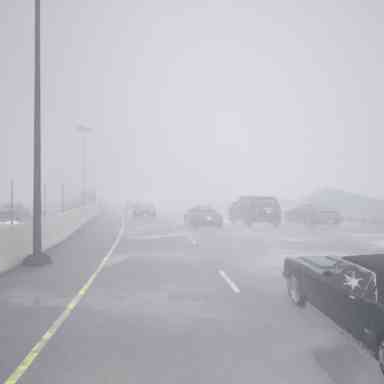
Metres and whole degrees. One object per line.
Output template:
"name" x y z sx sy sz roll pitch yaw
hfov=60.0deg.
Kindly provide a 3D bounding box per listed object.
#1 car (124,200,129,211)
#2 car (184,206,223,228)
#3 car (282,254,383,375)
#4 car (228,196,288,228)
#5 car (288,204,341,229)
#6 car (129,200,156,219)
"car" -7.452 1.665 41.482 1.895 1.301 4.718 0 0 -16
"car" 0.687 1.604 22.441 1.994 1.385 4.181 0 0 -10
"car" 3.037 1.613 5.121 1.895 1.301 4.718 0 0 -5
"car" 4.191 1.268 22.867 2.150 2.045 5.566 0 0 -10
"car" 7.844 1.539 22.176 2.128 1.511 4.902 0 0 -10
"car" -4.368 1.648 29.755 1.895 1.301 4.718 0 0 -13
